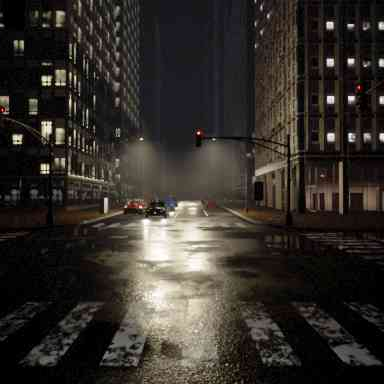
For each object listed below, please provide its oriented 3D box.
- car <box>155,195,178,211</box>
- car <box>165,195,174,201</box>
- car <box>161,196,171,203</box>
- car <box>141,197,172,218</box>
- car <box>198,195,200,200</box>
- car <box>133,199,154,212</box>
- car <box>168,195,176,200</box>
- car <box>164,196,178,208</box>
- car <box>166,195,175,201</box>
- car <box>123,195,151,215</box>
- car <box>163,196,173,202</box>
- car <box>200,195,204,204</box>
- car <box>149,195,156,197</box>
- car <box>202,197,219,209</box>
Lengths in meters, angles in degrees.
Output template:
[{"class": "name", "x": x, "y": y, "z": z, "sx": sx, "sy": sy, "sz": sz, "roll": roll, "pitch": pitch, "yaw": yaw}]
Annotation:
[{"class": "car", "x": -3.120, "y": 1.493, "z": 40.762, "sx": 1.882, "sy": 1.535, "sz": 5.008, "roll": 0, "pitch": 0, "yaw": 0}, {"class": "car", "x": -5.726, "y": 1.578, "z": 83.955, "sx": 1.887, "sy": 1.381, "sz": 4.507, "roll": 1, "pitch": 0, "yaw": 0}, {"class": "car", "x": -5.720, "y": 1.574, "z": 72.804, "sx": 1.887, "sy": 1.381, "sz": 4.507, "roll": 1, "pitch": 0, "yaw": 0}, {"class": "car", "x": -3.117, "y": 1.516, "z": 30.362, "sx": 1.837, "sy": 1.490, "sz": 4.892, "roll": 0, "pitch": 0, "yaw": 0}, {"class": "car", "x": 2.667, "y": 1.590, "z": 61.729, "sx": 1.947, "sy": 1.339, "sz": 4.313, "roll": 1, "pitch": 0, "yaw": 0}, {"class": "car", "x": -5.700, "y": 1.597, "z": 39.354, "sx": 1.802, "sy": 1.307, "sz": 4.206, "roll": 1, "pitch": 0, "yaw": 0}, {"class": "car", "x": -5.734, "y": 1.605, "z": 95.105, "sx": 1.947, "sy": 1.339, "sz": 4.313, "roll": 1, "pitch": 0, "yaw": 0}, {"class": "car", "x": -3.120, "y": 1.497, "z": 50.721, "sx": 1.882, "sy": 1.535, "sz": 5.008, "roll": 0, "pitch": 0, "yaw": 0}, {"class": "car", "x": -5.730, "y": 1.587, "z": 89.530, "sx": 2.008, "sy": 1.369, "sz": 4.403, "roll": 1, "pitch": 0, "yaw": 0}, {"class": "car", "x": -5.694, "y": 1.453, "z": 33.779, "sx": 1.967, "sy": 1.590, "sz": 4.097, "roll": 1, "pitch": 0, "yaw": 0}, {"class": "car", "x": -5.723, "y": 1.582, "z": 78.380, "sx": 2.008, "sy": 1.369, "sz": 4.403, "roll": 1, "pitch": 0, "yaw": 0}, {"class": "car", "x": 2.671, "y": 1.547, "z": 56.322, "sx": 1.752, "sy": 1.417, "sz": 4.829, "roll": 1, "pitch": 0, "yaw": 0}, {"class": "car", "x": -5.698, "y": 1.332, "z": 44.929, "sx": 2.192, "sy": 1.841, "sz": 5.009, "roll": 1, "pitch": 0, "yaw": 0}, {"class": "car", "x": 2.676, "y": 1.599, "z": 44.996, "sx": 1.802, "sy": 1.307, "sz": 4.206, "roll": 1, "pitch": 0, "yaw": 0}]
